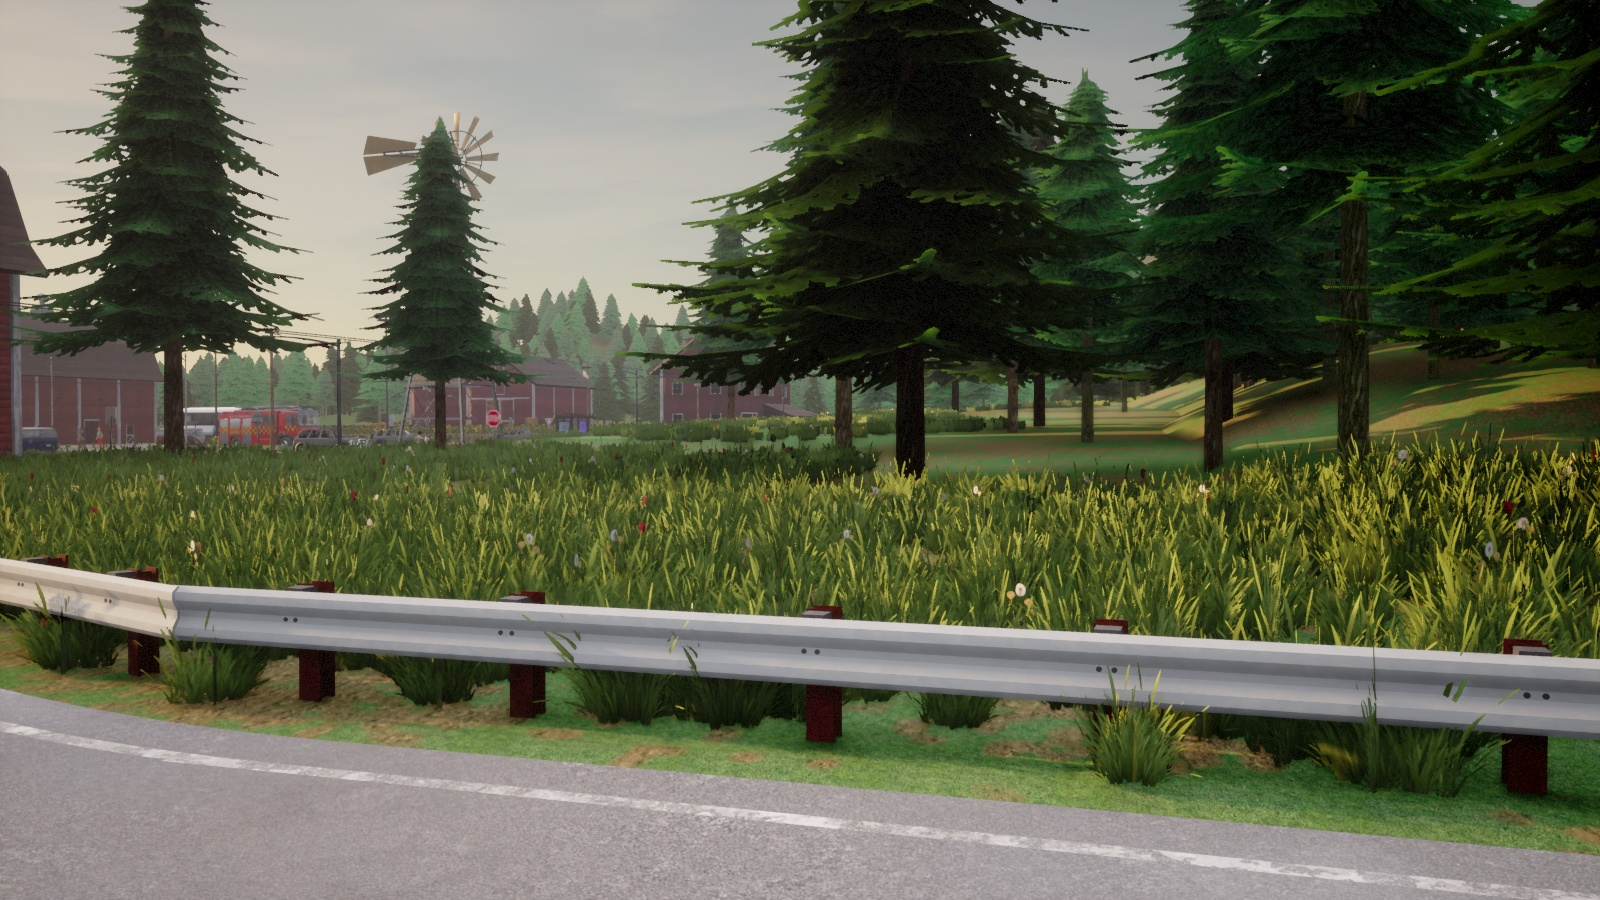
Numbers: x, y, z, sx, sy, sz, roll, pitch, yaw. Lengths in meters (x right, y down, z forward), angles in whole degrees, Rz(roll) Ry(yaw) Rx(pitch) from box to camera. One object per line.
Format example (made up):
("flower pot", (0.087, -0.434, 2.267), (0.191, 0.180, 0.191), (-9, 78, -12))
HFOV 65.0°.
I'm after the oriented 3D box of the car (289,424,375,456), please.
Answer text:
("car", (-27.649, -0.622, 74.244), (4.605, 1.855, 1.932), (1, 1, 19))
